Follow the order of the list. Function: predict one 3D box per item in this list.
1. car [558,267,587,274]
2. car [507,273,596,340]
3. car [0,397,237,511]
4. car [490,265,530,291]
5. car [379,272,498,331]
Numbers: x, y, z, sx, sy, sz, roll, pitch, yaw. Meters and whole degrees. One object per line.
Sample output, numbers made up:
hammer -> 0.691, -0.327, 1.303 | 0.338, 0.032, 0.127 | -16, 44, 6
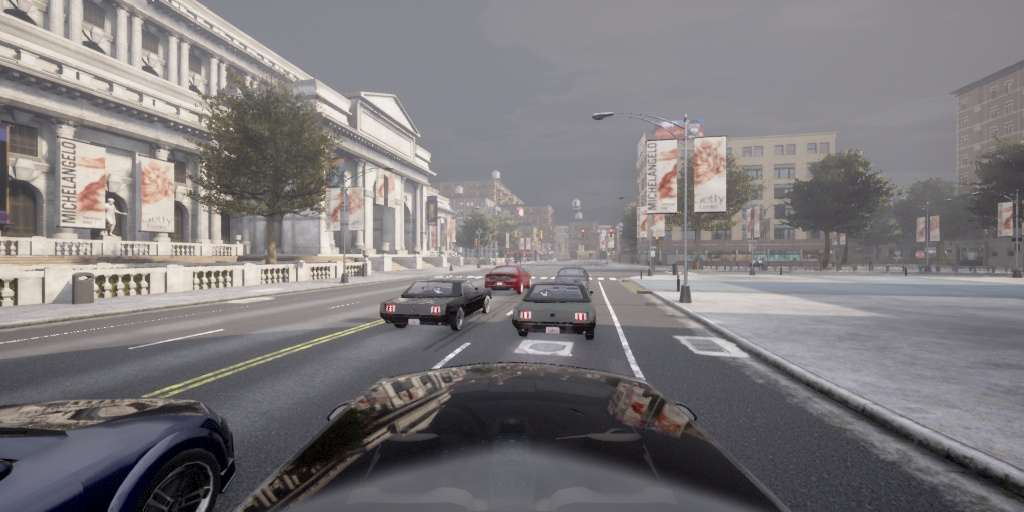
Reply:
car -> 3.279, 1.297, 19.436 | 2.033, 1.411, 5.357 | 0, 0, 12
car -> 1.335, 1.351, 10.088 | 1.895, 1.301, 4.718 | 0, 0, 11
car -> -3.156, 1.314, 1.114 | 1.994, 1.385, 4.181 | 0, 0, -1
car -> -0.114, 1.228, 20.251 | 1.882, 1.535, 5.008 | 0, 0, 12
car -> -2.009, 1.351, 11.102 | 1.895, 1.301, 4.718 | 0, 0, 11
